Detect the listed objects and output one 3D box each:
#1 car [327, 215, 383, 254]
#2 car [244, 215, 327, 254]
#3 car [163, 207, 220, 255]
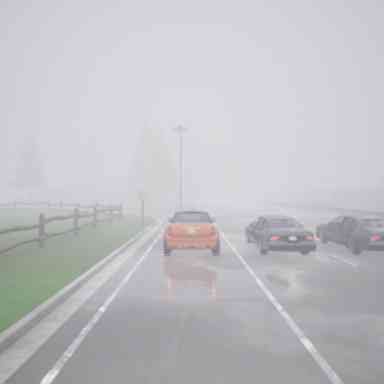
[{"bbox_3d":[6.983,1.677,14.014,2.033,1.411,5.357,0,0,0],"label":"car"},{"bbox_3d":[3.483,1.677,14.009,2.033,1.411,5.357,0,0,0],"label":"car"},{"bbox_3d":[-0.015,1.480,14.100,2.097,1.767,4.553,0,-1,0],"label":"car"}]
